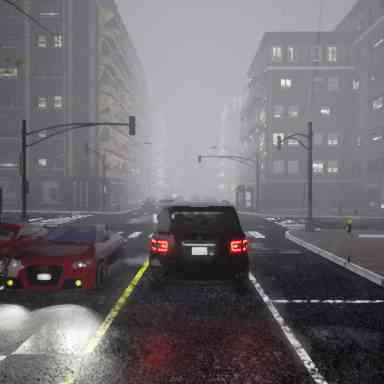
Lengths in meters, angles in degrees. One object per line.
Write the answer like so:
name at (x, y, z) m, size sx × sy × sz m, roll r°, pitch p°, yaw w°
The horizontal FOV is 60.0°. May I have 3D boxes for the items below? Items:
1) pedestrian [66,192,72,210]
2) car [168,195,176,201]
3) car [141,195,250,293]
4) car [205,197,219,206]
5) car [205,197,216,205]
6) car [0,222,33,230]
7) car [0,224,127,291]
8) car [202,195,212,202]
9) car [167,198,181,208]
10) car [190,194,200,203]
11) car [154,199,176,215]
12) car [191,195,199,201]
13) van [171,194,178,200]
pedestrian at (-12.405, 0.902, 33.421) m, size 0.375 × 1.860 × 0.375 m, roll 0°, pitch -1°, yaw 0°
car at (-4.924, 1.525, 81.660) m, size 1.752 × 1.417 × 4.829 m, roll 0°, pitch 0°, yaw 1°
car at (0.169, 1.221, 9.035) m, size 2.150 × 2.045 × 5.566 m, roll 0°, pitch 0°, yaw 1°
car at (3.188, 1.549, 53.552) m, size 2.008 × 1.369 × 4.403 m, roll 0°, pitch 0°, yaw 1°
car at (3.242, 1.543, 59.190) m, size 1.887 × 1.381 × 4.507 m, roll 0°, pitch 0°, yaw 1°
car at (-5.609, 1.581, 9.952) m, size 1.802 × 1.307 × 4.206 m, roll 0°, pitch 0°, yaw 1°
car at (-3.027, 1.563, 8.837) m, size 1.994 × 1.385 × 4.181 m, roll 0°, pitch 0°, yaw 1°
car at (3.403, 1.439, 76.106) m, size 1.967 × 1.590 × 4.097 m, roll 0°, pitch 0°, yaw 1°
car at (-2.638, 1.562, 49.831) m, size 1.994 × 1.385 × 4.181 m, roll 0°, pitch 0°, yaw 0°
car at (0.702, 1.354, 72.859) m, size 2.097 × 1.767 × 4.553 m, roll 0°, pitch 0°, yaw 1°
car at (-2.778, 1.523, 34.972) m, size 1.812 × 1.442 × 4.674 m, roll 0°, pitch 0°, yaw 1°
car at (0.781, 1.477, 82.636) m, size 1.882 × 1.535 × 5.008 m, roll 0°, pitch 0°, yaw 1°
van at (-4.815, 1.340, 93.108) m, size 1.690 × 1.788 × 3.998 m, roll 0°, pitch 0°, yaw 1°
